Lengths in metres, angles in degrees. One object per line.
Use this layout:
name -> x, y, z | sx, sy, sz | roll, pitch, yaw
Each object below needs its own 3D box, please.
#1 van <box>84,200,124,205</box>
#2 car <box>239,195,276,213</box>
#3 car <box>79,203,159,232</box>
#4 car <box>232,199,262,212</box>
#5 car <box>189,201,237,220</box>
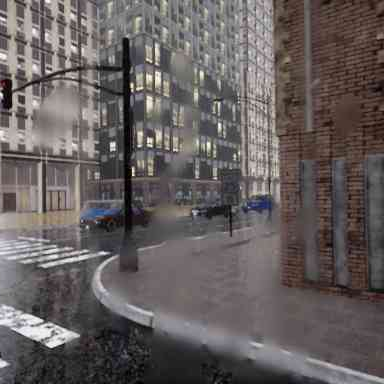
van -> -5.931, 1.459, 23.429 | 1.690, 1.788, 3.998 | -2, -1, 36
car -> 7.761, 1.328, 38.075 | 2.150, 2.045, 5.566 | -1, -1, 36
car -> -4.414, 1.613, 21.093 | 2.033, 1.411, 5.357 | -1, -1, 36
car -> 6.904, 1.688, 41.338 | 1.752, 1.417, 4.829 | -2, -1, 36
car -> 1.669, 1.577, 29.581 | 2.128, 1.511, 4.902 | -1, -1, 36
